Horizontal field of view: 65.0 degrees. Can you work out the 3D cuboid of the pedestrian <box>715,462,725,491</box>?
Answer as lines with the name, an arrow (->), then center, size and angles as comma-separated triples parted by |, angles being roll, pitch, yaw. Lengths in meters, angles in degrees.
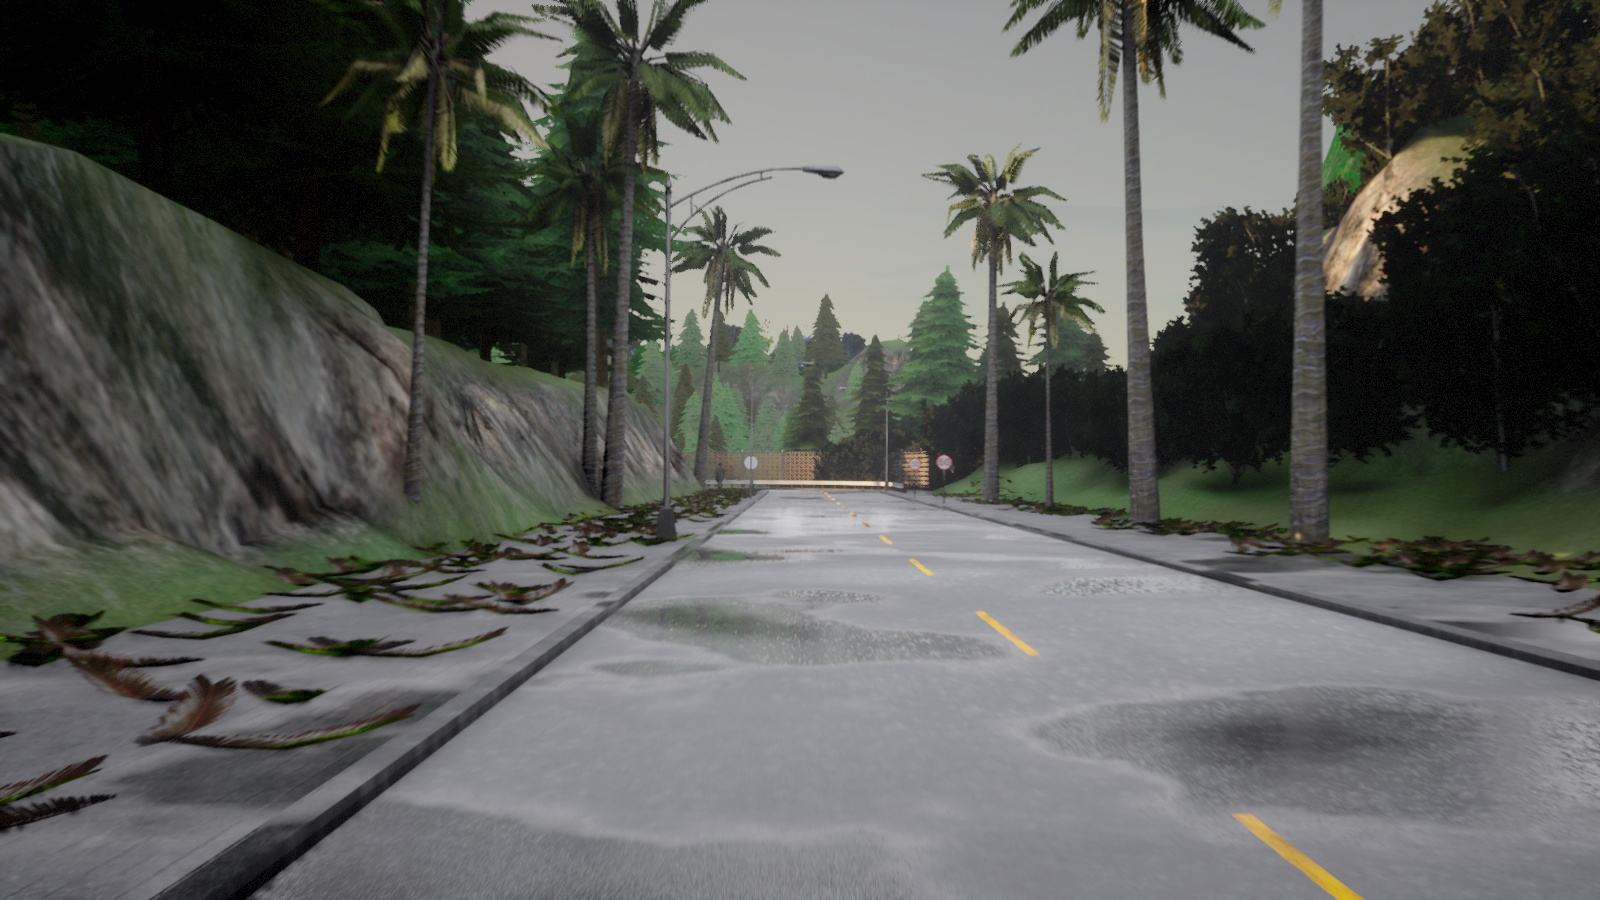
pedestrian -> -5.456, 1.829, 85.773 | 0.659, 1.952, 0.873 | 0, -1, 0
